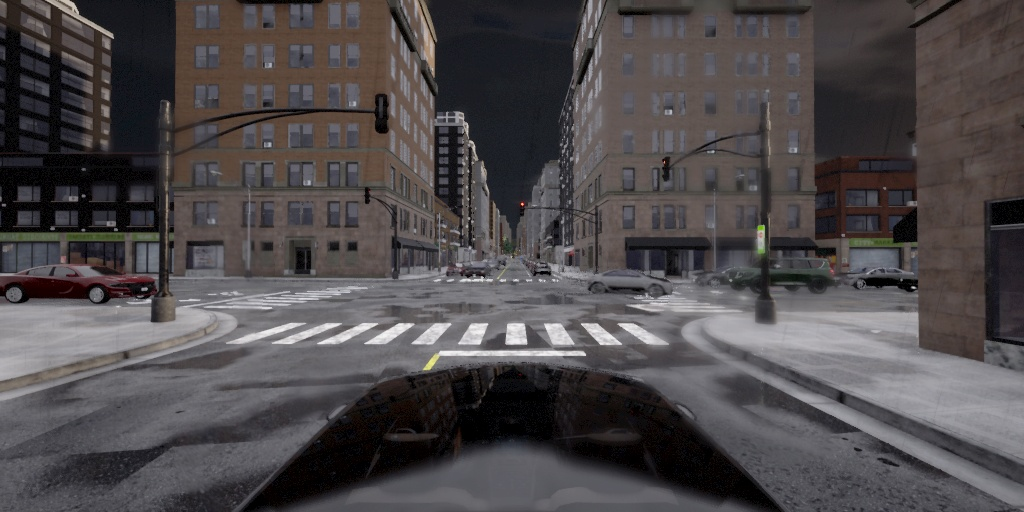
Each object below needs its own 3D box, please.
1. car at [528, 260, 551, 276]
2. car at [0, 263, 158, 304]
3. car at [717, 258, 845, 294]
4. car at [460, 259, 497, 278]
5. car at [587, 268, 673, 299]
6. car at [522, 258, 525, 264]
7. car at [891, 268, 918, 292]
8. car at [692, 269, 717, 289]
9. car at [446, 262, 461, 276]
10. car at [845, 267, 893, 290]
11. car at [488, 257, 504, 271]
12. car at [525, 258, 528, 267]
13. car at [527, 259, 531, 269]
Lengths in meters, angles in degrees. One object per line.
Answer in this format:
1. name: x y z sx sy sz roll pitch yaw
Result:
1. car: 2.967 1.318 36.266 1.948 1.339 4.313 0 0 1
2. car: -17.440 1.062 14.552 5.008 1.535 1.882 0 -1 -1
3. car: 15.615 1.105 21.045 5.566 2.045 2.150 0 -1 0
4. car: -3.012 1.301 33.752 2.033 1.411 5.357 0 0 5
5. car: 5.969 1.340 18.386 4.181 1.385 1.994 1 0 20
6. car: 3.306 1.315 63.918 1.948 1.339 4.313 0 0 1
7. car: 25.717 1.550 20.979 4.718 1.301 1.895 0 -1 0
8. car: 14.826 1.401 24.292 4.902 1.511 2.128 0 -1 2
9. car: -5.559 1.336 36.367 1.802 1.307 4.207 0 0 1
10. car: 24.230 1.463 24.235 4.902 1.511 2.128 0 -1 0
11. car: -2.647 1.243 48.748 2.128 1.511 4.902 0 0 1
12. car: 3.102 1.302 47.327 2.007 1.370 4.403 0 0 1
13. car: 3.035 1.297 41.796 1.888 1.381 4.507 0 0 1
